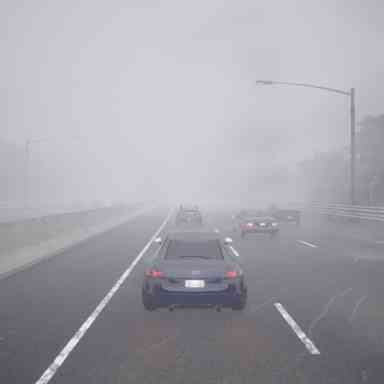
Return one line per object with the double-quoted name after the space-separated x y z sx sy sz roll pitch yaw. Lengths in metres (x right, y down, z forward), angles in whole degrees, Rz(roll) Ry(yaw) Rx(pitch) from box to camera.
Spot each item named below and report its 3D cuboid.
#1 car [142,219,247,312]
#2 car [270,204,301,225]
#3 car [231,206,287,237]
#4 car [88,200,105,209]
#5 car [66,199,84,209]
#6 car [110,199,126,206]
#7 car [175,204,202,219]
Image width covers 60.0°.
0.032 1.574 7.804 1.994 1.385 4.181 0 0 0 "car"
6.722 1.641 25.555 1.882 1.535 5.008 0 -1 -2 "car"
3.376 1.637 18.568 2.033 1.411 5.357 0 -1 -1 "car"
-15.449 2.061 54.101 1.837 1.490 4.892 0 -1 -3 "car"
-18.945 1.843 53.928 2.128 1.511 4.902 0 -1 -3 "car"
-11.954 1.859 54.277 2.033 1.411 5.357 0 -1 -3 "car"
-0.256 1.647 24.612 2.128 1.511 4.902 0 -1 -1 "car"
